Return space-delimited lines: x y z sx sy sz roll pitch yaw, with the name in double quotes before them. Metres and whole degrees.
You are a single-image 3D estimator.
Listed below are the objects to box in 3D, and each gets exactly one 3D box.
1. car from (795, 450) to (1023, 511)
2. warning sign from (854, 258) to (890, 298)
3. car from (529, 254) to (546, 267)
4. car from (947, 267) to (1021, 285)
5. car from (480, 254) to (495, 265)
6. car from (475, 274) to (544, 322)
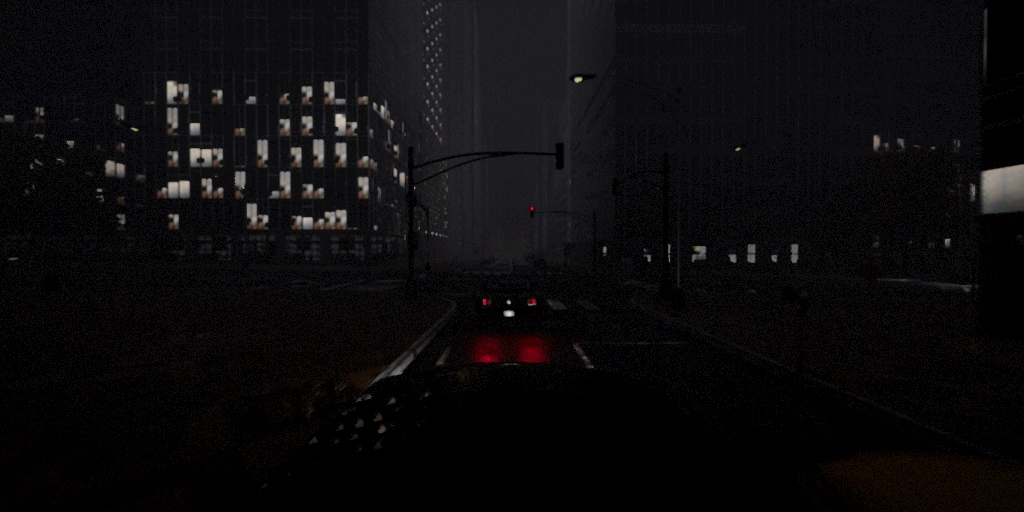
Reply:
"car" 2.565 1.295 0.141 1.751 1.417 4.829 0 0 0
"warning sign" 17.260 1.030 17.292 1.060 1.860 1.300 0 0 -3
"car" 3.863 0.773 51.072 1.948 1.339 4.313 0 0 0
"car" 40.851 1.658 31.110 5.008 1.535 1.882 1 1 -2
"car" -4.097 0.724 56.552 1.802 1.307 4.207 0 0 0
"car" -0.122 1.237 11.820 1.895 1.301 4.718 0 1 -1
